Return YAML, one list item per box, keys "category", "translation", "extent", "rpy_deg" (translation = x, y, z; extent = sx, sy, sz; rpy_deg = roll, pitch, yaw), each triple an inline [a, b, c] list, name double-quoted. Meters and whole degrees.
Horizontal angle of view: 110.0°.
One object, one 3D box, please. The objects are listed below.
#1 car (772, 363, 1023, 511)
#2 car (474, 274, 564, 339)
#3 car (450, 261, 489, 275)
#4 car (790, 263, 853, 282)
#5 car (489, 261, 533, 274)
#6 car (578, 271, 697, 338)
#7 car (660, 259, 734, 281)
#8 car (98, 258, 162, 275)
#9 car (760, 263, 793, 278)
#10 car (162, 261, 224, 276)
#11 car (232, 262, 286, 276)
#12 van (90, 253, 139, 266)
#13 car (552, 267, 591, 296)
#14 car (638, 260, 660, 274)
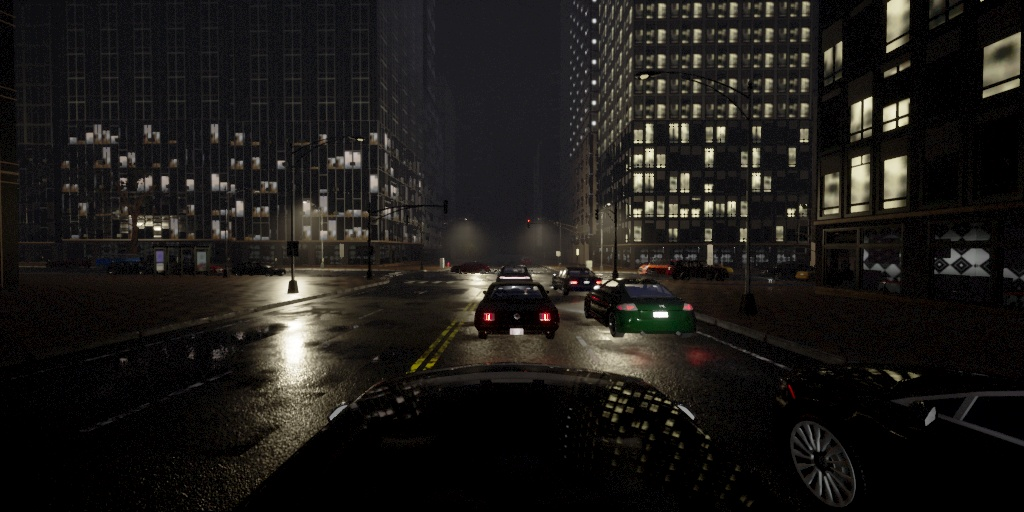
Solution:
- category: "car"
  translation: [3.340, 1.242, 1.375]
  extent: [2.128, 1.511, 4.902]
  rpy_deg: [0, 0, 0]
- category: "car"
  translation: [0.110, 1.347, 9.979]
  extent: [1.895, 1.301, 4.718]
  rpy_deg: [0, 0, 0]
- category: "car"
  translation: [-4.351, 1.240, 37.690]
  extent: [4.181, 1.385, 1.994]
  rpy_deg: [1, 1, 1]
- category: "car"
  translation: [27.683, 1.577, 31.354]
  extent: [4.829, 1.417, 1.751]
  rpy_deg: [0, 0, 1]
- category: "car"
  translation: [0.123, 1.232, 19.235]
  extent: [2.128, 1.511, 4.902]
  rpy_deg: [0, 0, 0]
- category: "car"
  translation: [3.369, 1.310, 10.205]
  extent: [1.994, 1.385, 4.181]
  rpy_deg: [0, 0, -1]
- category: "car"
  translation: [16.235, 1.267, 31.568]
  extent: [5.009, 1.841, 2.192]
  rpy_deg: [0, 0, 1]
- category: "car"
  translation: [-34.054, 1.068, 32.477]
  extent: [4.313, 1.339, 1.948]
  rpy_deg: [0, 0, 1]
- category: "car"
  translation: [28.447, 1.473, 37.113]
  extent: [4.892, 1.490, 1.837]
  rpy_deg: [1, 1, 1]
- category: "car"
  translation: [-28.373, 1.137, 32.295]
  extent: [4.207, 1.307, 1.802]
  rpy_deg: [0, 0, 1]
- category: "car"
  translation: [-22.689, 1.172, 32.153]
  extent: [4.313, 1.339, 1.948]
  rpy_deg: [0, 0, 1]
- category: "van"
  translation: [-45.232, 0.603, 41.154]
  extent: [3.998, 1.789, 1.690]
  rpy_deg: [0, 0, 1]
- category: "car"
  translation: [3.409, 1.288, 19.435]
  extent: [2.033, 1.411, 5.357]
  rpy_deg: [0, 0, -3]
- category: "car"
  translation: [15.586, 1.205, 37.355]
  extent: [4.553, 1.767, 2.097]
  rpy_deg: [1, 1, 1]
